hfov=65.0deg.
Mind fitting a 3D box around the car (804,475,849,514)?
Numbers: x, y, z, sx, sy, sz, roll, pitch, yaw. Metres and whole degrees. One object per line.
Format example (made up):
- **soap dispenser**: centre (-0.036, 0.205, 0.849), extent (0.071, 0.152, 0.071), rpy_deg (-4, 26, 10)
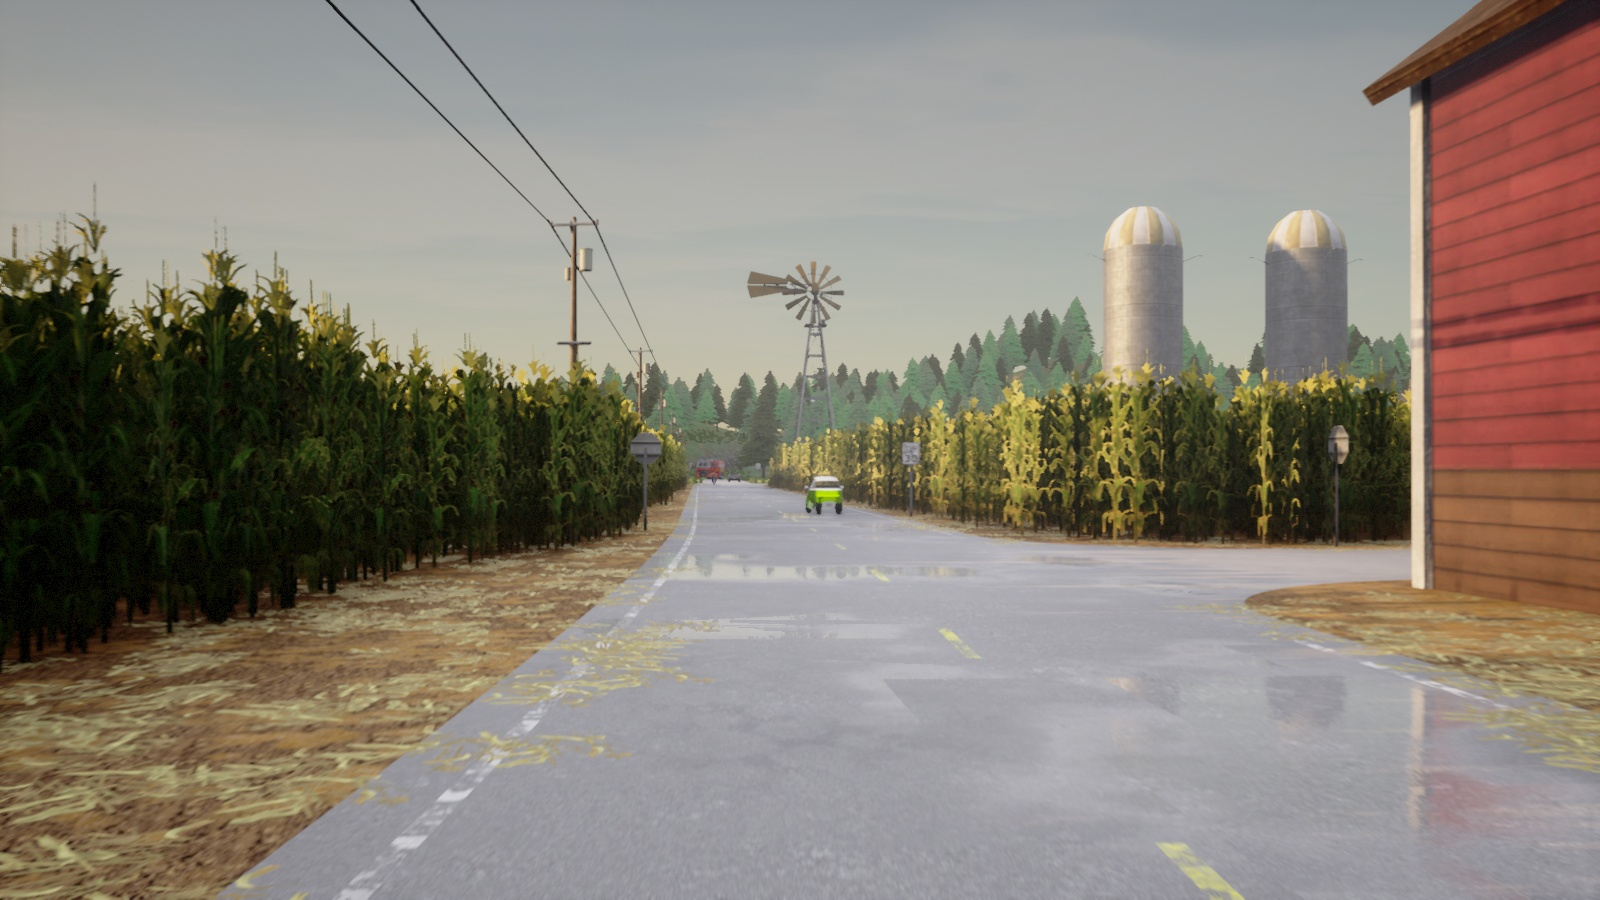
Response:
- **car**: centre (0.962, 1.646, 46.534), extent (1.481, 1.376, 2.207), rpy_deg (0, -1, -5)
